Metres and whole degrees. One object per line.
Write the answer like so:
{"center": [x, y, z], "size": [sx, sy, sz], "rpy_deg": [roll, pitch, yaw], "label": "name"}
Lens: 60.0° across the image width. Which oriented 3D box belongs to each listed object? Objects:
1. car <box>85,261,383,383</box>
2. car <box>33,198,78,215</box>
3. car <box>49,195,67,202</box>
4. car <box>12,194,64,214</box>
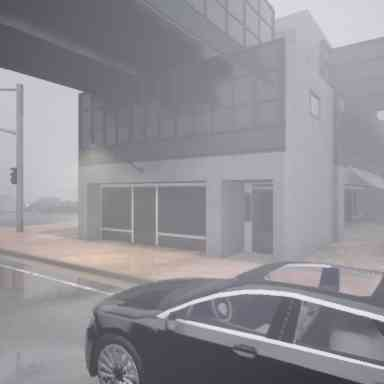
{"center": [0.959, 1.492, 3.309], "size": [4.902, 1.511, 2.128], "rpy_deg": [0, 0, 35], "label": "car"}
{"center": [-12.927, 1.600, 33.373], "size": [1.895, 1.301, 4.718], "rpy_deg": [0, 0, 36], "label": "car"}
{"center": [-28.893, 1.363, 71.754], "size": [3.905, 1.438, 1.784], "rpy_deg": [0, 0, 35], "label": "car"}
{"center": [-15.928, 1.352, 35.193], "size": [2.097, 1.767, 4.553], "rpy_deg": [0, 0, 36], "label": "car"}
